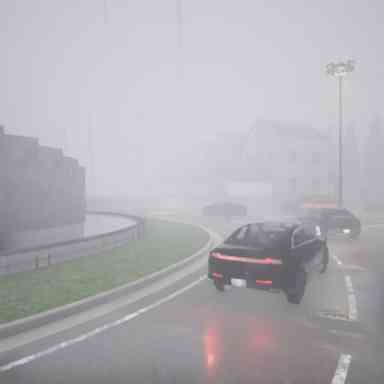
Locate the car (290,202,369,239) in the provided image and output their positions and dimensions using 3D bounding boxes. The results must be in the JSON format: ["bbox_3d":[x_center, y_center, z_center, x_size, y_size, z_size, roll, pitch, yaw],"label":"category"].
[{"bbox_3d":[7.007,1.523,17.587,1.837,1.490,4.892,0,0,-1],"label":"car"}]

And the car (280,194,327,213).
[{"bbox_3d":[12.062,1.257,34.798,5.566,2.045,2.150,0,0,-12],"label":"car"}]

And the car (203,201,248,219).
[{"bbox_3d":[2.830,1.520,29.361,2.128,1.511,4.902,0,0,-32],"label":"car"}]

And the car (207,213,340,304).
[{"bbox_3d":[2.134,1.498,8.329,2.128,1.511,4.902,0,0,31],"label":"car"}]

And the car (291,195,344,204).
[{"bbox_3d":[12.188,1.384,31.323,4.553,1.767,2.097,0,0,-12],"label":"car"}]

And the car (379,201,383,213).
[{"bbox_3d":[22.033,1.516,33.935,5.008,1.535,1.882,0,0,-21],"label":"car"}]

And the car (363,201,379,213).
[{"bbox_3d":[21.597,1.642,37.527,4.718,1.301,1.895,0,0,-22],"label":"car"}]
